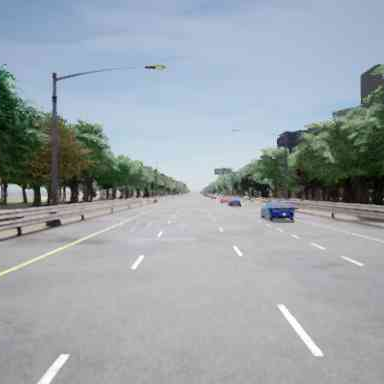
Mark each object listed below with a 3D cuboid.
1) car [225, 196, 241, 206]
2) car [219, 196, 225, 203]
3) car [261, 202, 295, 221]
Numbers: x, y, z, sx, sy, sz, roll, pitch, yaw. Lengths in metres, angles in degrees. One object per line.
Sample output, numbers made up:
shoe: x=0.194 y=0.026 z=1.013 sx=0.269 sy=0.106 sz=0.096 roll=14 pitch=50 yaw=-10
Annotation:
car: x=7.179 y=1.686 z=56.837 sx=1.812 sy=1.442 sz=4.674 roll=0 pitch=0 yaw=0
car: x=7.303 y=1.567 z=74.288 sx=2.097 sy=1.767 sz=4.553 roll=0 pitch=0 yaw=0
car: x=7.044 y=1.554 z=27.824 sx=1.882 sy=1.535 sz=5.008 roll=0 pitch=0 yaw=0
